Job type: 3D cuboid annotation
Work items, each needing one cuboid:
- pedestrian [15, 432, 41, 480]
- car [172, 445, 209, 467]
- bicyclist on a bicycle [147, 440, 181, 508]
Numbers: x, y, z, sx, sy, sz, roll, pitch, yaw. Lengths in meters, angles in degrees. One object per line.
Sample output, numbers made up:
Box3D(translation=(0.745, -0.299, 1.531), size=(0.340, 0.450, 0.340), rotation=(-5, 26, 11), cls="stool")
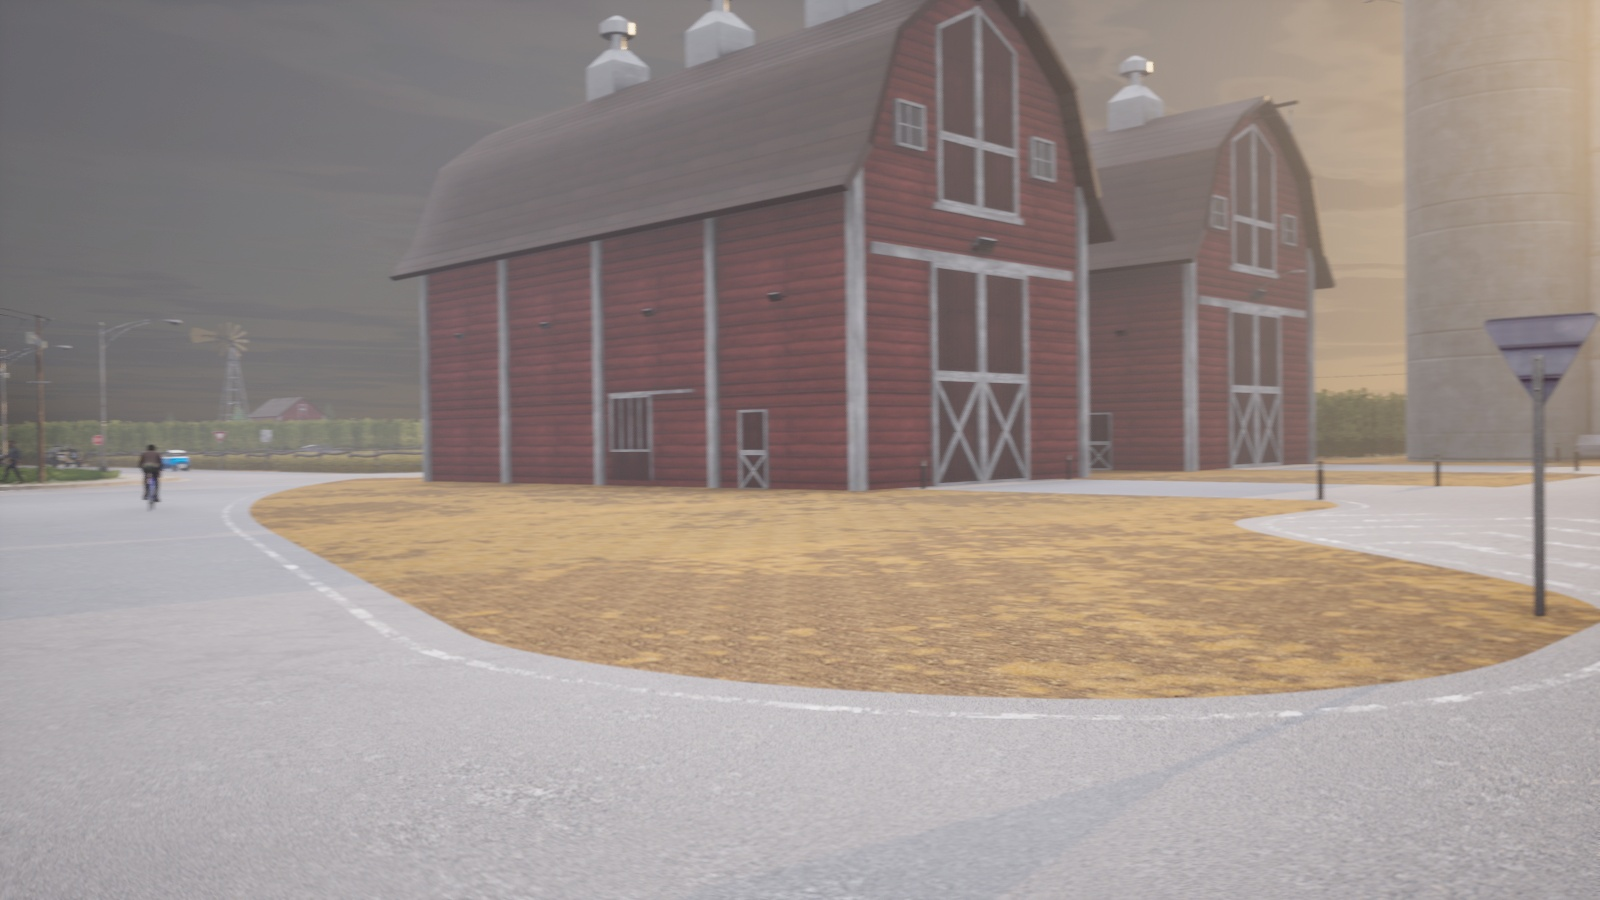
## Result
Box3D(translation=(-31.651, 0.226, 51.470), size=(0.423, 1.949, 0.788), rotation=(0, 1, 39), cls="pedestrian")
Box3D(translation=(-39.290, 0.381, 80.920), size=(1.481, 1.376, 2.207), rotation=(-1, 1, -44), cls="car")
Box3D(translation=(-15.572, 0.568, 30.772), size=(0.582, 1.620, 1.656), rotation=(-1, 0, -22), cls="bicyclist on a bicycle")
